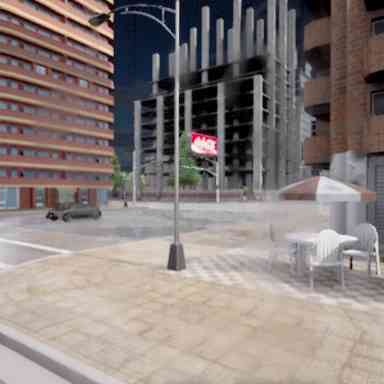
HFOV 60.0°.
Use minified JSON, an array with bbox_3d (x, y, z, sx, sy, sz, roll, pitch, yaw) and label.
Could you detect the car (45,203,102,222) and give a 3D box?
[{"bbox_3d":[-9.124,1.528,25.912,1.994,1.385,4.181,0,0,36],"label":"car"}]
